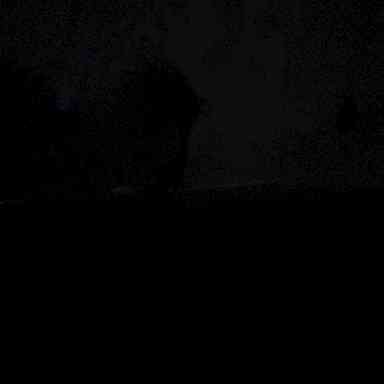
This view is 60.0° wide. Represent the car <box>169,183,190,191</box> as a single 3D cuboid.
[{"bbox_3d":[-2.436,-1.024,66.659,2.033,1.411,5.357,0,3,32],"label":"car"}]

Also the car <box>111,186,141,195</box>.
[{"bbox_3d":[-10.998,-0.314,53.821,1.812,1.442,4.674,0,3,35],"label":"car"}]

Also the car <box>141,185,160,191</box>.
[{"bbox_3d":[-8.243,-0.694,63.165,1.895,1.301,4.718,0,3,33],"label":"car"}]
